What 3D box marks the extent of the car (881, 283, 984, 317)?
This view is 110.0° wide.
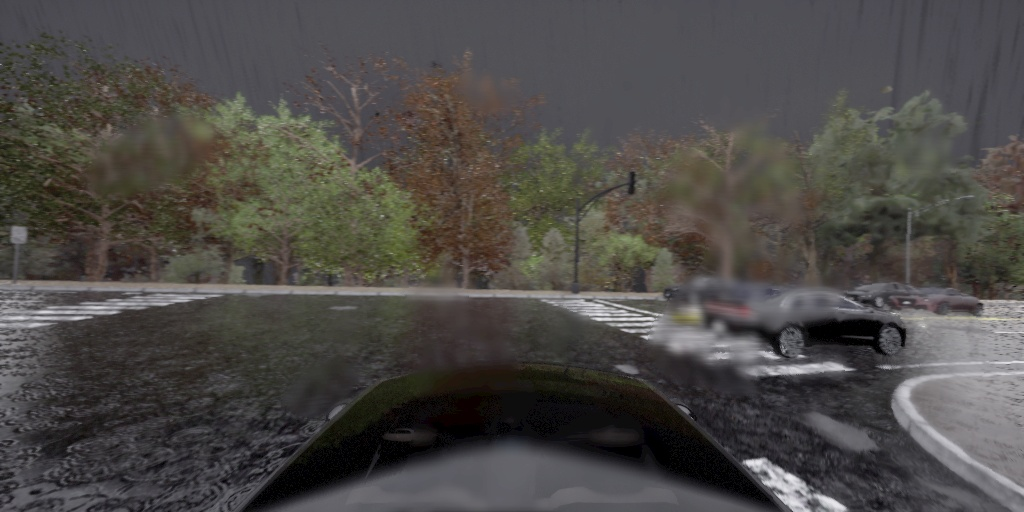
[{"bbox_3d":[22.571,2.405,19.146,4.181,1.385,1.994,2,-1,-13],"label":"car"}]

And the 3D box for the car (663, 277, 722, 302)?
[{"bbox_3d":[10.842,1.908,19.834,5.008,1.535,1.882,2,-1,-13],"label":"car"}]

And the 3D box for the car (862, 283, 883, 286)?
[{"bbox_3d":[23.207,2.449,22.626,4.892,1.490,1.837,2,-1,-13],"label":"car"}]

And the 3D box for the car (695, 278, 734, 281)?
[{"bbox_3d":[11.038,1.925,16.543,4.181,1.385,1.994,2,-1,-13],"label":"car"}]

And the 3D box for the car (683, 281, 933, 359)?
[{"bbox_3d":[7.180,1.538,8.906,4.902,1.511,2.128,2,-1,-13],"label":"car"}]
